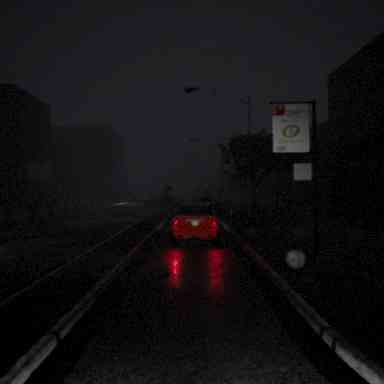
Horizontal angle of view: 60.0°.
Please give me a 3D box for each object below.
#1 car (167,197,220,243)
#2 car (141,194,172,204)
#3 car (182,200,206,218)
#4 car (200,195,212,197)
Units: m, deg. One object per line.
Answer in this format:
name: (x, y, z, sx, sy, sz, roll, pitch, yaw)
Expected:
car: (0.128, 1.300, 15.767, 2.097, 1.767, 4.553, 0, 0, 0)
car: (-5.264, 1.044, 49.985, 4.674, 1.442, 1.812, -1, 2, -23)
car: (0.186, 1.511, 30.964, 2.033, 1.411, 5.357, 0, 0, 0)
car: (1.865, 1.151, 45.847, 1.837, 1.490, 4.892, 0, 2, -6)
